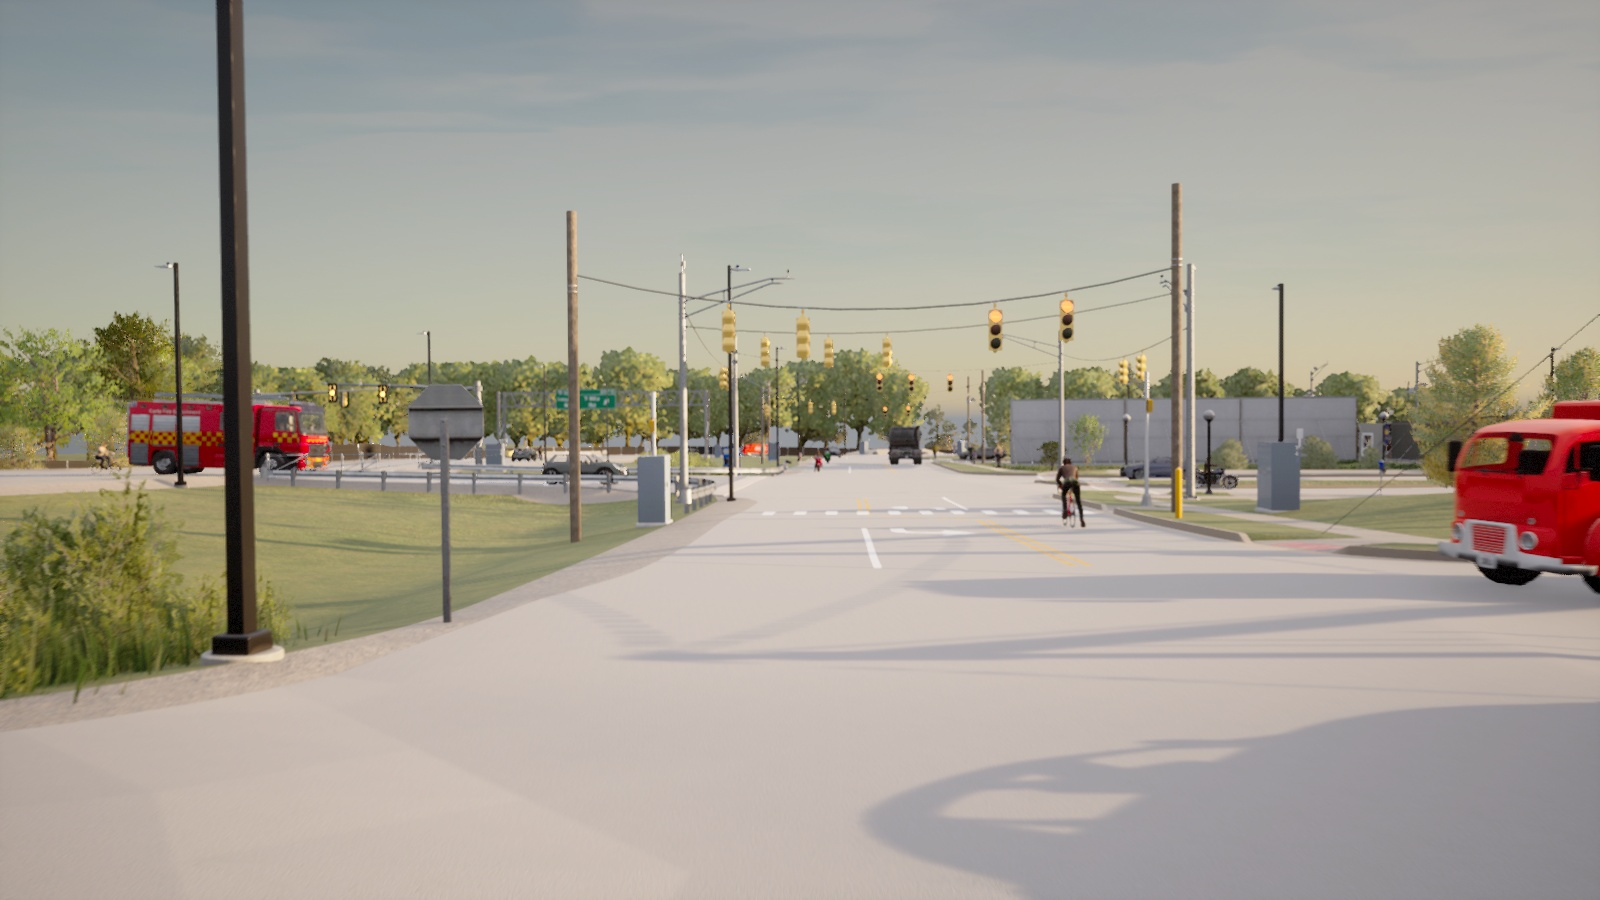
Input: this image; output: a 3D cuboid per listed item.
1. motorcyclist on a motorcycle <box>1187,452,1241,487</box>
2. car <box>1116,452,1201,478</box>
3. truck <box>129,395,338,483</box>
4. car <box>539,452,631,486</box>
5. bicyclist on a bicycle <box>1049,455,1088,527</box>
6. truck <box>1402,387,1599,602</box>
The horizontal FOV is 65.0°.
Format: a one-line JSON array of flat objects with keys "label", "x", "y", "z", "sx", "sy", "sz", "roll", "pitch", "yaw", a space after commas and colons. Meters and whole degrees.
[{"label": "motorcyclist on a motorcycle", "x": 20.226, "y": 0.950, "z": 61.381, "sx": 2.350, "sy": 1.649, "sz": 0.766, "roll": 1, "pitch": 1, "yaw": 0}, {"label": "car", "x": 19.717, "y": 0.825, "z": 69.214, "sx": 4.181, "sy": 1.385, "sz": 1.994, "roll": 0, "pitch": 0, "yaw": 2}, {"label": "truck", "x": -26.463, "y": -0.513, "z": 58.903, "sx": 8.468, "sy": 3.827, "sz": 2.891, "roll": 1, "pitch": 0, "yaw": 2}, {"label": "car", "x": -9.937, "y": 0.861, "z": 58.160, "sx": 3.806, "sy": 1.475, "sz": 1.970, "roll": -1, "pitch": 0, "yaw": 7}, {"label": "bicyclist on a bicycle", "x": 6.279, "y": 0.943, "z": 29.464, "sx": 0.582, "sy": 1.620, "sz": 1.656, "roll": -1, "pitch": 0, "yaw": 2}, {"label": "truck", "x": 11.002, "y": 0.516, "z": 16.236, "sx": 5.204, "sy": 2.467, "sz": 2.627, "roll": 1, "pitch": 2, "yaw": -11}]
